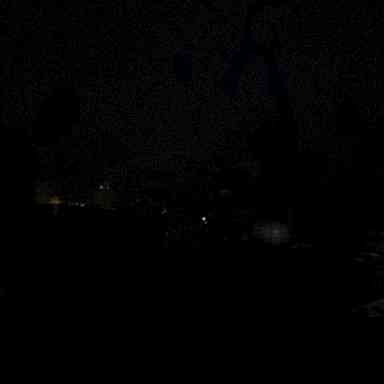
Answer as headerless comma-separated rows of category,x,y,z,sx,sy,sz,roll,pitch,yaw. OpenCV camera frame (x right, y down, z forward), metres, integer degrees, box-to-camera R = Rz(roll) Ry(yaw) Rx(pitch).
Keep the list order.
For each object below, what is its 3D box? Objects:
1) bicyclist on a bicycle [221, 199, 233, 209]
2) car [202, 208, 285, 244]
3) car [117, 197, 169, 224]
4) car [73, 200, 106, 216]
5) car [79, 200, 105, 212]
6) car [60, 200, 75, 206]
bicyclist on a bicycle,2.828,1.410,26.230,1.656,1.620,0.582,-1,0,-35
car,2.376,1.569,16.495,1.837,1.490,4.892,0,-1,-32
car,-3.929,1.375,25.642,2.150,2.045,5.566,0,0,-35
car,-10.772,1.847,35.403,1.895,1.301,4.718,0,0,-35
car,-13.336,1.809,44.059,1.837,1.490,4.892,0,0,-35
car,-19.307,1.929,52.472,2.033,1.411,5.357,0,0,-35
